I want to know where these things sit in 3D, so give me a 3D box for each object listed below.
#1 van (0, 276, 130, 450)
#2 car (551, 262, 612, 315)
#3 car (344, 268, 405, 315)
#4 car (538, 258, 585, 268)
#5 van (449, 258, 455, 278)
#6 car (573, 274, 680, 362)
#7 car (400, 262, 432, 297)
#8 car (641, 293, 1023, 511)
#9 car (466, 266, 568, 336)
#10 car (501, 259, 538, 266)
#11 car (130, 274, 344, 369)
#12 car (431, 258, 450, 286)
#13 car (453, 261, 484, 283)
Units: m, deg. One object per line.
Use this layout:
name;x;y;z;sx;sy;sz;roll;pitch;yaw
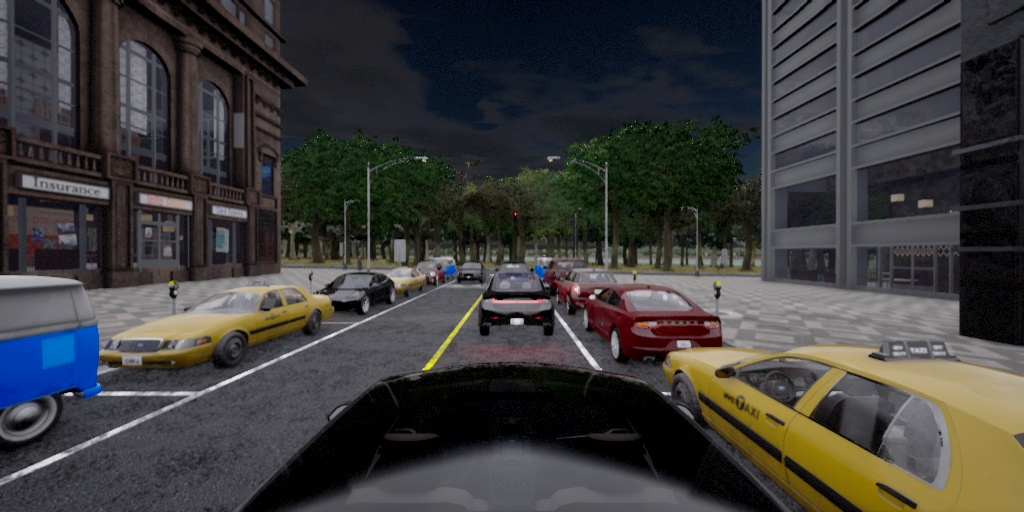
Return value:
van;-5.762;1.089;2.579;1.690;1.789;3.998;0;0;0
car;2.780;1.164;13.440;1.967;1.591;4.097;0;0;0
car;-5.745;1.290;13.454;1.948;1.339;4.313;0;0;0
car;2.789;1.027;18.878;2.192;1.841;5.009;0;0;0
van;-5.719;1.032;29.766;1.690;1.789;3.998;0;0;0
car;2.772;1.281;8.003;1.888;1.381;4.507;0;0;0
car;-5.737;1.238;18.722;1.751;1.417;4.829;0;0;0
car;2.763;1.273;2.735;1.751;1.417;4.829;0;0;0
car;0.114;1.222;10.316;2.128;1.511;4.902;0;0;0
car;0.129;1.064;19.280;2.097;1.767;4.553;0;0;1
car;-5.754;1.261;7.847;1.751;1.417;4.829;0;0;0
car;-5.728;1.141;24.329;1.967;1.591;4.097;0;0;0
car;-2.962;1.217;26.962;1.837;1.490;4.892;0;0;0
